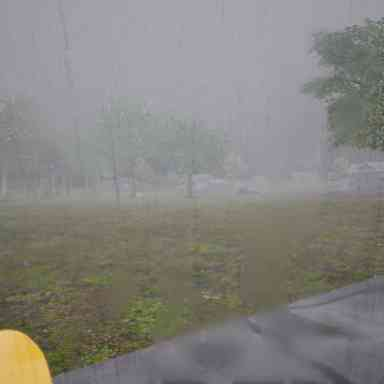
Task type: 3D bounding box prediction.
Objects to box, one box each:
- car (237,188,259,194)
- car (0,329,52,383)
[{"bbox_3d":[12.188,-0.277,73.165,2.033,1.411,5.357,0,0,-36],"label":"car"},{"bbox_3d":[-3.008,1.476,0.925,5.008,1.535,1.882,0,0,-35],"label":"car"}]
